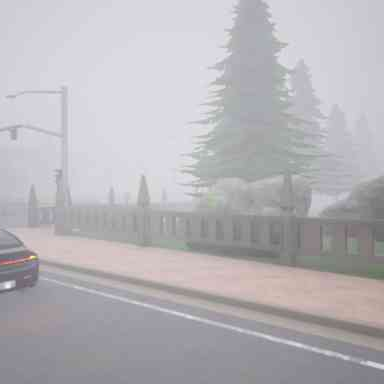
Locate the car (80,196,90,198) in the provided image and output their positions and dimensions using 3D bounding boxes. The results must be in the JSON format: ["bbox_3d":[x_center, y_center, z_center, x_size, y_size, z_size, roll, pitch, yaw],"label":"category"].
[{"bbox_3d":[-18.274,1.738,49.332,2.128,1.511,4.902,0,0,36],"label":"car"}]

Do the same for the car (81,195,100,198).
[{"bbox_3d":[-17.771,1.464,56.052,2.150,2.045,5.566,0,0,36],"label":"car"}]

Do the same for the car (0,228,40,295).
[{"bbox_3d":[-5.553,1.558,7.900,4.892,1.490,1.837,0,0,36],"label":"car"}]

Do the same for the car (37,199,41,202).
[{"bbox_3d":[-23.467,1.772,48.090,1.837,1.490,4.892,0,0,36],"label":"car"}]

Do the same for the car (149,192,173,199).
[{"bbox_3d":[-5.763,1.071,60.813,2.150,2.045,5.566,0,3,36],"label":"car"}]

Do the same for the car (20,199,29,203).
[{"bbox_3d":[-23.763,1.795,41.668,2.033,1.411,5.357,0,0,36],"label":"car"}]

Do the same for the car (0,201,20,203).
[{"bbox_3d":[-22.381,1.791,37.594,1.994,1.385,4.181,0,0,36],"label":"car"}]

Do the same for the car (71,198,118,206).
[{"bbox_3d":[-10.676,1.671,35.548,1.837,1.490,4.892,0,0,36],"label":"car"}]

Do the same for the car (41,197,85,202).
[{"bbox_3d":[-17.280,1.753,44.706,1.812,1.442,4.674,0,0,36],"label":"car"}]

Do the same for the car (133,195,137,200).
[{"bbox_3d":[-12.420,1.630,57.534,2.128,1.511,4.902,0,1,36],"label":"car"}]

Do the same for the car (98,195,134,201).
[{"bbox_3d":[-11.921,1.706,52.211,1.837,1.490,4.892,0,1,35],"label":"car"}]
